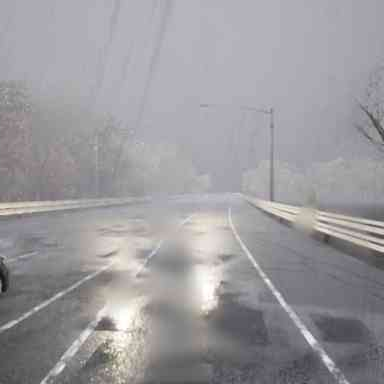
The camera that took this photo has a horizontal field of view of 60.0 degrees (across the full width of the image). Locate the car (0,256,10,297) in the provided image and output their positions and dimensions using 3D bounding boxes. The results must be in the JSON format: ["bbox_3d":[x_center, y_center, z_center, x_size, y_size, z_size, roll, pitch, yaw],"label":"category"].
[{"bbox_3d":[-4.913,1.492,5.029,2.128,1.511,4.902,0,0,7],"label":"car"}]
